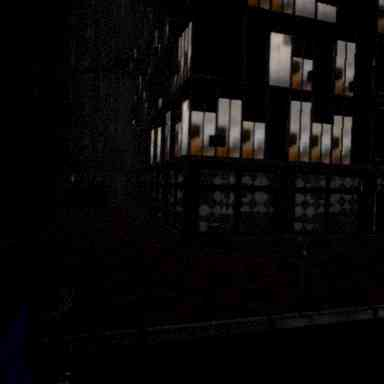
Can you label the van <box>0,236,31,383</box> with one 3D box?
[{"bbox_3d":[-3.111,1.182,1.946,3.998,1.788,1.690,1,2,-17],"label":"van"}]
